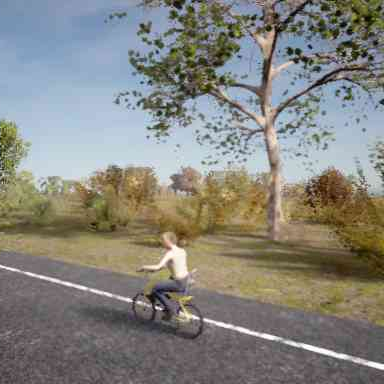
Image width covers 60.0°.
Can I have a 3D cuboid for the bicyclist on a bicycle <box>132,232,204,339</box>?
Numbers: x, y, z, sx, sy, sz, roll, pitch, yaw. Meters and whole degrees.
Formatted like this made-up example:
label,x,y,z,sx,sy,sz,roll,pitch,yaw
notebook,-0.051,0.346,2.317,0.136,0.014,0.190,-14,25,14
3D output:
label,x,y,z,sx,sy,sz,roll,pitch,yaw
bicyclist on a bicycle,-0.434,1.446,5.391,1.509,1.612,0.866,0,0,35
